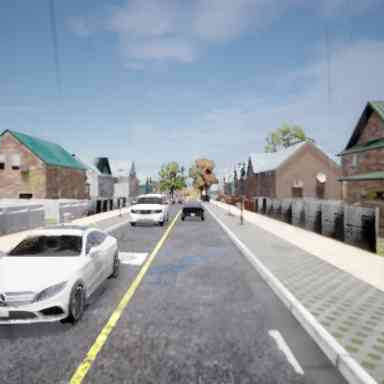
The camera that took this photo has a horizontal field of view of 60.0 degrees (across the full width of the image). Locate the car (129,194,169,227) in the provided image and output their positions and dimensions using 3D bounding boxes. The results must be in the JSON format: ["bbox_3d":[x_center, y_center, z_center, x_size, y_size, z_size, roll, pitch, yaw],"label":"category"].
[{"bbox_3d":[-2.799,1.181,22.882,2.150,2.045,5.566,0,0,0],"label":"car"}]

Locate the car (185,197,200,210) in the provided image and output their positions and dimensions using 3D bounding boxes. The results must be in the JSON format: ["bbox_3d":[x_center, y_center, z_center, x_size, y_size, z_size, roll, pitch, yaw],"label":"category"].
[{"bbox_3d":[0.101,1.462,44.808,1.882,1.535,5.008,0,0,0],"label":"car"}]

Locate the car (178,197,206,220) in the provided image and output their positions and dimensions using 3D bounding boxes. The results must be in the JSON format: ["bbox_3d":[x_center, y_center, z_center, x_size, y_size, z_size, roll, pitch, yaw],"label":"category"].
[{"bbox_3d":[0.081,1.466,27.744,1.837,1.490,4.892,0,0,0],"label":"car"}]

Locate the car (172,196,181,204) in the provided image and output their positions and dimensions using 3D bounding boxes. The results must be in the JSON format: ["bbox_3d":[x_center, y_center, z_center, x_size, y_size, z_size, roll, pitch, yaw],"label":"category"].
[{"bbox_3d":[-2.728,1.551,62.177,2.128,1.511,4.902,0,0,1],"label":"car"}]

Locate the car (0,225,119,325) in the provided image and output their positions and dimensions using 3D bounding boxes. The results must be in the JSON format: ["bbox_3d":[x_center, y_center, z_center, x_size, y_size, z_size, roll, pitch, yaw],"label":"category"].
[{"bbox_3d":[-2.841,1.501,7.247,1.812,1.442,4.674,0,0,0],"label":"car"}]
